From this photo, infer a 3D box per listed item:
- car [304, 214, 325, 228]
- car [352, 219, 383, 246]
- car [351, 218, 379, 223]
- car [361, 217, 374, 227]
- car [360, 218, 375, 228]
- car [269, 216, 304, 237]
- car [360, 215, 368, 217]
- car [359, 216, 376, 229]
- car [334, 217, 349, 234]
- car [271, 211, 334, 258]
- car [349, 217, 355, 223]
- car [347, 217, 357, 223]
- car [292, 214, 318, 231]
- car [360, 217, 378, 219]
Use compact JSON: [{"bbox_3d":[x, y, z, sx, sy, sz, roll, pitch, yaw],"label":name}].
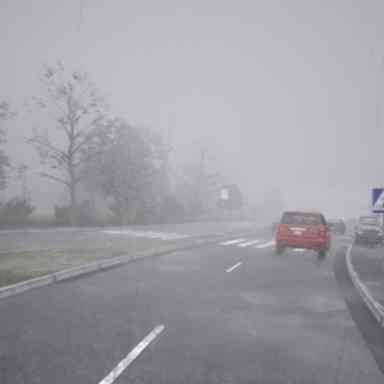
[{"bbox_3d":[17.071,4.012,46.128,2.097,1.767,4.553,1,-3,28],"label":"car"},{"bbox_3d":[12.463,2.939,23.289,2.002,1.452,4.674,3,-2,28],"label":"car"},{"bbox_3d":[14.988,3.266,28.160,2.163,1.488,4.792,1,-3,28],"label":"car"},{"bbox_3d":[32.901,5.624,62.459,2.097,1.535,5.008,1,-3,28],"label":"car"},{"bbox_3d":[30.348,5.285,57.570,2.231,1.521,4.892,1,-3,28],"label":"car"},{"bbox_3d":[8.470,2.988,29.568,1.882,1.535,5.008,1,-3,28],"label":"car"},{"bbox_3d":[25.235,4.477,47.777,2.185,1.767,4.553,1,-3,28],"label":"car"},{"bbox_3d":[27.789,4.817,52.665,2.185,1.767,4.553,1,-3,28],"label":"car"},{"bbox_3d":[15.043,3.544,35.004,1.882,1.535,5.008,1,-3,28],"label":"car"},{"bbox_3d":[5.725,2.024,16.790,2.150,2.045,5.566,1,-3,25],"label":"car"},{"bbox_3d":[32.728,5.958,69.095,1.812,1.442,4.674,1,-3,28],"label":"car"},{"bbox_3d":[40.722,7.039,84.401,2.033,1.411,5.357,1,-3,28],"label":"car"},{"bbox_3d":[13.163,3.488,38.555,2.097,1.767,4.553,1,-3,28],"label":"car"},{"bbox_3d":[22.631,4.296,42.796,2.002,1.452,4.674,1,-3,28],"label":"car"}]
